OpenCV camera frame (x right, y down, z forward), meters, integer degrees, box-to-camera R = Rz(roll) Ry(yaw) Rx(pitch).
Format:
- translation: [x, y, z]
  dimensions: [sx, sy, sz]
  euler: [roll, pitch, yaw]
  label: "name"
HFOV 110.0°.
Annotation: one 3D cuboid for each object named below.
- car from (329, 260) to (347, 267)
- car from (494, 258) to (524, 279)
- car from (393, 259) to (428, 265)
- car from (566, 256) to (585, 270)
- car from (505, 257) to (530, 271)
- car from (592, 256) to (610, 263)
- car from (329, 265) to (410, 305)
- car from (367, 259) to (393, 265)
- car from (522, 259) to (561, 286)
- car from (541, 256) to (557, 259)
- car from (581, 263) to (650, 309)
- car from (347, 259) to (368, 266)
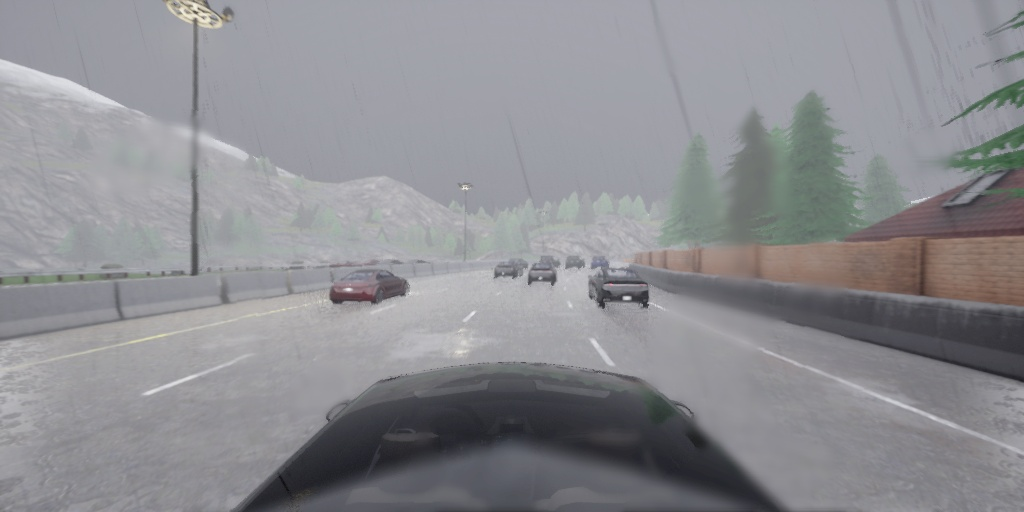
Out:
- translation: [-21.776, 1.217, 47.436]
  dimensions: [1.895, 1.301, 4.718]
  euler: [0, 0, 16]
  label: "car"
- translation: [-0.218, 1.217, 31.630]
  dimensions: [2.128, 1.511, 4.902]
  euler: [0, 0, 11]
  label: "car"
- translation: [-11.965, 1.166, 43.548]
  dimensions: [1.837, 1.490, 4.892]
  euler: [0, 1, 15]
  label: "car"
- translation: [9.486, 0.971, 53.389]
  dimensions: [2.150, 2.045, 5.566]
  euler: [0, 0, 21]
  label: "car"
- translation: [0.782, 1.066, 48.965]
  dimensions: [2.097, 1.767, 4.553]
  euler: [0, 0, 18]
  label: "car"
- translation: [13.287, 0.986, 53.624]
  dimensions: [2.150, 2.045, 5.566]
  euler: [0, 0, 22]
  label: "car"
- translation: [-6.143, 1.276, 15.918]
  dimensions: [1.994, 1.385, 4.181]
  euler: [0, 0, 5]
  label: "car"
- translation: [-15.312, 1.150, 44.555]
  dimensions: [1.837, 1.490, 4.892]
  euler: [0, 1, 15]
  label: "car"
- translation: [2.260, 1.232, 25.606]
  dimensions: [2.128, 1.511, 4.902]
  euler: [0, 0, 9]
  label: "car"
- translation: [5.663, 0.955, 53.131]
  dimensions: [2.150, 2.045, 5.566]
  euler: [0, 0, 21]
  label: "car"
- translation: [4.311, 1.250, 14.988]
  dimensions: [2.128, 1.511, 4.902]
  euler: [0, 0, 6]
  label: "car"
- translation: [-18.453, 1.109, 46.280]
  dimensions: [1.882, 1.535, 5.008]
  euler: [0, 0, 16]
  label: "car"
